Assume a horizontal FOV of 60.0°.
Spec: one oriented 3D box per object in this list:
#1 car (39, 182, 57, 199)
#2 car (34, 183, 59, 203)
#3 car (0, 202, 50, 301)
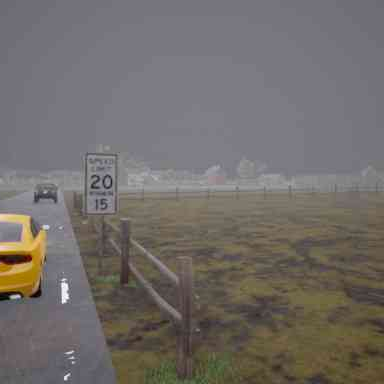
[{"bbox_3d":[-19.336,-0.256,44.862,2.150,2.045,5.566,0,2,-22],"label":"car"},{"bbox_3d":[-15.424,0.054,35.221,2.150,2.045,5.566,0,2,-21],"label":"car"},{"bbox_3d":[-4.363,1.231,7.527,1.882,1.535,5.008,0,2,-22],"label":"car"}]
